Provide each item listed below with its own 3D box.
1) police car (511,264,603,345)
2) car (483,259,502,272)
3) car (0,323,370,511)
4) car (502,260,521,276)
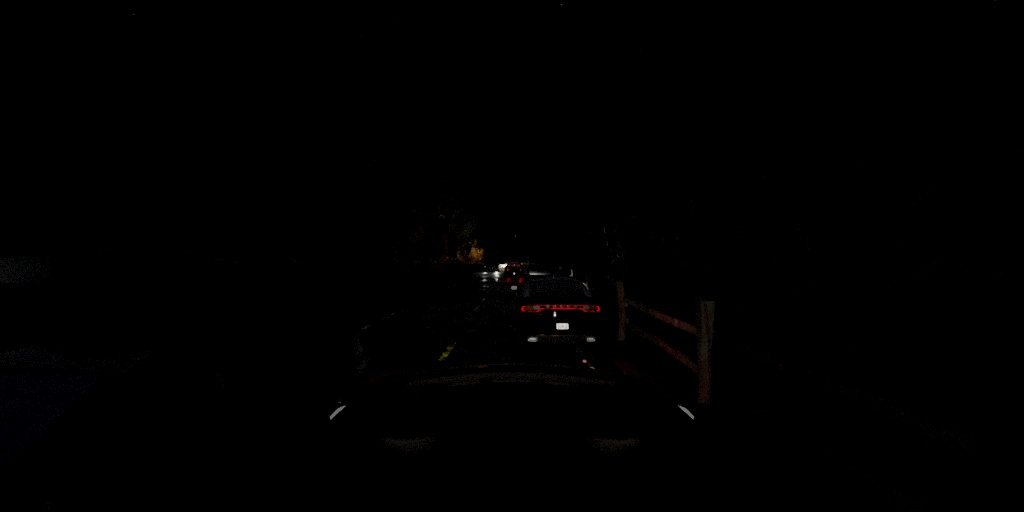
[{"bbox_3d":[1.003,1.173,9.611,1.930,1.638,5.238,0,0,0],"label":"police car"},{"bbox_3d":[-2.630,1.249,46.312,1.837,1.490,4.892,0,0,0],"label":"car"},{"bbox_3d":[-2.844,1.297,2.540,2.033,1.411,5.357,0,0,0],"label":"car"},{"bbox_3d":[0.242,1.346,36.461,1.895,1.301,4.718,0,0,1],"label":"car"}]
